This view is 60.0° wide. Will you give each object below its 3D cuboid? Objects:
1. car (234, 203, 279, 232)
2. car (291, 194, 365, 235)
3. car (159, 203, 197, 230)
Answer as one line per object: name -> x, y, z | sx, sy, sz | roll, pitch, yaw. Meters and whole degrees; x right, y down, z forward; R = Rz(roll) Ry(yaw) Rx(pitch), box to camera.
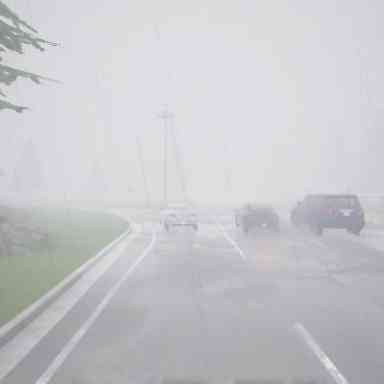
car -> 3.604, 1.373, 18.970 | 1.837, 1.490, 4.892 | 0, 0, 0
car -> 7.104, 1.096, 17.963 | 2.150, 2.045, 5.566 | 0, 0, 0
car -> -0.891, 1.387, 19.905 | 1.812, 1.442, 4.674 | 0, 0, -11
